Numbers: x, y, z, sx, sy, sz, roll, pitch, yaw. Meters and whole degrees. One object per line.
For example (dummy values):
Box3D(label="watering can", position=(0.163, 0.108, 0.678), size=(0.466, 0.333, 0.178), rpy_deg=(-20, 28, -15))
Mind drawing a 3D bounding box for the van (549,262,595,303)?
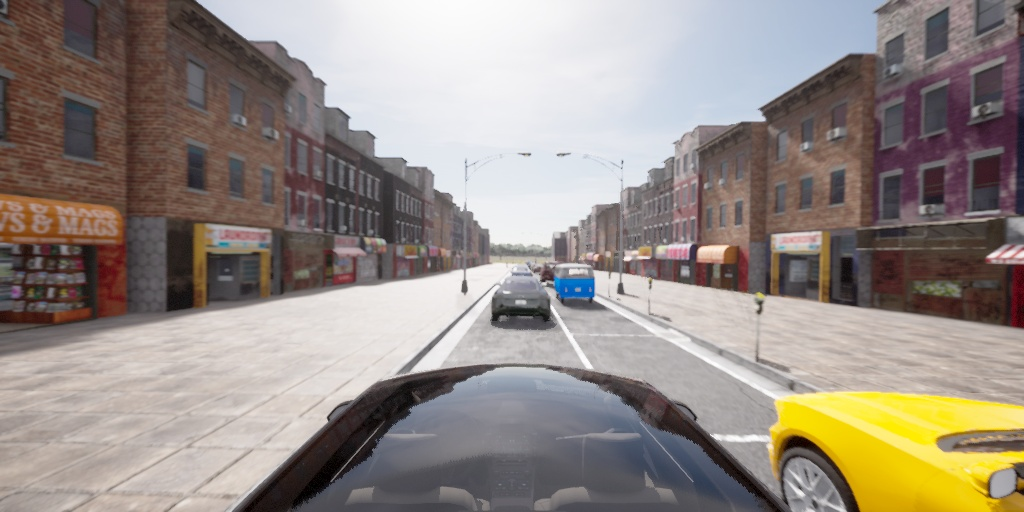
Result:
Box3D(label="van", position=(2.975, 1.280, 17.685), size=(1.690, 1.789, 3.998), rpy_deg=(0, 0, 2))

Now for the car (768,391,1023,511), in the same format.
Box3D(label="car", position=(2.922, 1.258, 0.799), size=(1.882, 1.535, 5.008), rpy_deg=(1, -1, 2))

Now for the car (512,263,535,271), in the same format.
Box3D(label="car", position=(0.777, 1.575, 30.332), size=(2.033, 1.411, 5.357), rpy_deg=(1, -1, 2))

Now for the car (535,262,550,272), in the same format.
Box3D(label="car", position=(3.264, 1.361, 28.746), size=(2.192, 1.841, 5.009), rpy_deg=(0, 0, 2))

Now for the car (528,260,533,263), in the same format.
Box3D(label="car", position=(4.135, 1.895, 62.098), size=(1.751, 1.417, 4.829), rpy_deg=(0, 0, 2))

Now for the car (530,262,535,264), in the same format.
Box3D(label="car", position=(3.842, 1.844, 50.867), size=(1.802, 1.307, 4.207), rpy_deg=(0, 0, 2))

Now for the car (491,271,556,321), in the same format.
Box3D(label="car", position=(0.327, 1.424, 13.119), size=(1.994, 1.385, 4.181), rpy_deg=(1, -1, 2))
